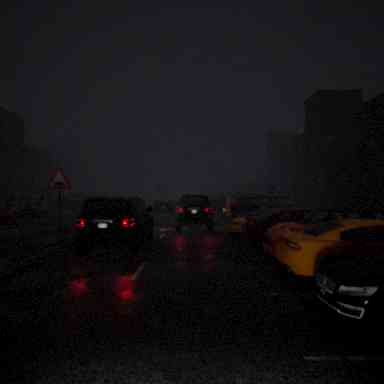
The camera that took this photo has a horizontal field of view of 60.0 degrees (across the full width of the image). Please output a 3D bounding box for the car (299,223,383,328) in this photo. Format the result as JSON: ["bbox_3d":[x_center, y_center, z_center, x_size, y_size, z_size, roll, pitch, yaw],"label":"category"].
[{"bbox_3d":[4.719,1.458,5.814,4.892,1.521,2.231,0,0,0],"label":"car"}]

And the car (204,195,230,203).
[{"bbox_3d":[4.766,1.284,64.171,4.792,1.488,2.163,0,0,0],"label":"car"}]

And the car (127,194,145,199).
[{"bbox_3d":[-15.510,1.226,92.653,4.792,1.488,2.163,0,0,0],"label":"car"}]

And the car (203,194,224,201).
[{"bbox_3d":[4.835,1.262,75.414,4.674,1.452,2.002,0,0,0],"label":"car"}]

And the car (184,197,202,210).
[{"bbox_3d":[0.129,1.415,41.081,2.033,1.411,5.357,0,0,0],"label":"car"}]

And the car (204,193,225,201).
[{"bbox_3d":[4.859,1.104,72.544,4.553,1.767,2.185,0,0,0],"label":"car"}]

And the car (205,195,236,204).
[{"bbox_3d":[4.959,1.273,58.613,5.366,1.575,1.946,0,0,0],"label":"car"}]

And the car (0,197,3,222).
[{"bbox_3d":[-15.530,1.196,20.953,5.566,2.045,2.435,0,0,0],"label":"car"}]

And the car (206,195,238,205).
[{"bbox_3d":[4.759,1.299,53.181,5.008,1.535,2.097,0,0,0],"label":"car"}]

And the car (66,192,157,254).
[{"bbox_3d":[-2.891,1.176,13.446,2.150,2.045,5.566,0,0,0],"label":"car"}]

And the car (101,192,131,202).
[{"bbox_3d":[-15.477,0.993,67.834,5.566,2.045,2.435,0,0,0],"label":"car"}]

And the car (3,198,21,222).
[{"bbox_3d":[-15.496,1.440,23.836,5.008,1.535,2.097,0,0,0],"label":"car"}]

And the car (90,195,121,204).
[{"bbox_3d":[-15.499,1.283,59.563,5.008,1.535,2.097,0,0,0],"label":"car"}]

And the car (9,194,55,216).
[{"bbox_3d":[-15.530,1.174,29.227,5.566,2.045,2.435,0,0,0],"label":"car"}]

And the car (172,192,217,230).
[{"bbox_3d":[0.121,1.150,20.773,2.150,2.045,5.566,1,0,0],"label":"car"}]

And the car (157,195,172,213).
[{"bbox_3d":[-2.878,1.366,35.209,1.882,1.535,5.008,0,0,0],"label":"car"}]

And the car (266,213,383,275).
[{"bbox_3d":[4.711,1.448,8.591,5.008,1.535,2.097,0,0,0],"label":"car"}]

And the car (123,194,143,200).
[{"bbox_3d":[-15.462,1.228,87.137,4.792,1.488,2.163,0,0,0],"label":"car"}]

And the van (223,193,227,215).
[{"bbox_3d":[4.844,1.175,25.268,4.442,1.987,1.878,0,0,0],"label":"van"}]

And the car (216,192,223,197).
[{"bbox_3d":[4.710,1.092,41.946,5.566,2.045,2.435,0,0,0],"label":"car"}]

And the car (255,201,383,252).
[{"bbox_3d":[4.748,1.314,11.372,4.553,1.767,2.185,0,0,0],"label":"car"}]

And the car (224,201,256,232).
[{"bbox_3d":[4.536,1.422,16.930,5.366,1.575,1.946,0,0,0],"label":"car"}]

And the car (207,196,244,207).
[{"bbox_3d":[4.748,1.322,47.505,5.008,1.535,2.097,0,0,0],"label":"car"}]

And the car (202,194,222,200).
[{"bbox_3d":[4.866,1.213,80.970,4.892,1.521,2.231,0,0,0],"label":"car"}]

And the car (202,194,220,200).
[{"bbox_3d":[4.877,1.246,86.529,4.674,1.452,2.002,0,0,0],"label":"car"}]

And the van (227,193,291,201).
[{"bbox_3d":[4.841,1.183,22.489,4.442,1.987,1.878,0,0,0],"label":"van"}]

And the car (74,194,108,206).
[{"bbox_3d":[-15.472,1.204,51.290,4.553,1.767,2.185,0,0,0],"label":"car"}]

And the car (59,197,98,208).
[{"bbox_3d":[-15.505,1.398,45.774,4.674,1.452,2.002,0,0,0],"label":"car"}]

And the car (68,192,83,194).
[{"bbox_3d":[-15.475,1.092,48.531,5.566,2.045,2.435,0,0,0],"label":"car"}]

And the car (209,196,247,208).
[{"bbox_3d":[4.734,1.334,44.725,4.892,1.521,2.231,0,0,0],"label":"car"}]

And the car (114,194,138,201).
[{"bbox_3d":[-15.691,1.207,78.862,5.366,1.575,1.946,0,0,0],"label":"car"}]

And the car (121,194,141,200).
[{"bbox_3d":[-15.467,1.231,84.382,4.792,1.488,2.163,0,0,0],"label":"car"}]

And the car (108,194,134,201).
[{"bbox_3d":[-15.691,1.222,73.347,5.366,1.575,1.946,0,0,0],"label":"car"}]

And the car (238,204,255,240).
[{"bbox_3d":[4.714,1.432,14.151,5.008,1.535,2.097,0,0,0],"label":"car"}]

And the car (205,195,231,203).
[{"bbox_3d":[4.755,1.295,61.394,4.792,1.488,2.163,0,0,0],"label":"car"}]

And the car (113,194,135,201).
[{"bbox_3d":[-15.535,1.247,76.105,4.792,1.488,2.163,0,0,0],"label":"car"}]

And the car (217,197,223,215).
[{"bbox_3d":[4.722,1.393,28.048,4.892,1.521,2.231,0,0,0],"label":"car"}]

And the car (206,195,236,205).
[{"bbox_3d":[4.792,1.317,55.836,4.792,1.488,2.163,0,0,0],"label":"car"}]

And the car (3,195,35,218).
[{"bbox_3d":[-15.532,1.307,26.593,4.553,1.767,2.185,0,0,0],"label":"car"}]

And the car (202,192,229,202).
[{"bbox_3d":[4.845,0.985,69.731,5.566,2.045,2.435,0,0,0],"label":"car"}]

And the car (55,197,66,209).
[{"bbox_3d":[-15.474,1.401,43.016,4.792,1.488,2.163,0,0,0],"label":"car"}]

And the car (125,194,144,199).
[{"bbox_3d":[-15.483,1.237,89.859,4.674,1.452,2.002,0,0,0],"label":"car"}]

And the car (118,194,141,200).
[{"bbox_3d":[-15.316,1.203,81.624,5.366,1.575,1.946,0,0,0],"label":"car"}]
